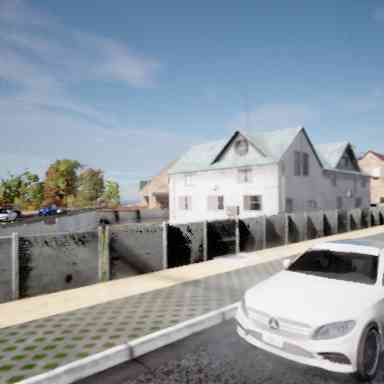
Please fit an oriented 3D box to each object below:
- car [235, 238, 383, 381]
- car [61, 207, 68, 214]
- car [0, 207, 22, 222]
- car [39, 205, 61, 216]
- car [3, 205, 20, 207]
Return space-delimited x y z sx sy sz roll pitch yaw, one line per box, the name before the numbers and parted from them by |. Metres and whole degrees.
car | 2.747 1.599 5.763 4.674 1.442 1.812 0 -1 -42
car | -28.657 4.027 73.330 2.128 1.511 4.902 0 -2 -8
car | -24.562 3.155 43.829 1.812 1.442 4.674 0 -1 -8
car | -27.218 3.421 63.191 2.150 2.045 5.566 0 -2 -8
car | -29.195 3.139 53.324 2.150 2.045 5.566 0 -2 -8
